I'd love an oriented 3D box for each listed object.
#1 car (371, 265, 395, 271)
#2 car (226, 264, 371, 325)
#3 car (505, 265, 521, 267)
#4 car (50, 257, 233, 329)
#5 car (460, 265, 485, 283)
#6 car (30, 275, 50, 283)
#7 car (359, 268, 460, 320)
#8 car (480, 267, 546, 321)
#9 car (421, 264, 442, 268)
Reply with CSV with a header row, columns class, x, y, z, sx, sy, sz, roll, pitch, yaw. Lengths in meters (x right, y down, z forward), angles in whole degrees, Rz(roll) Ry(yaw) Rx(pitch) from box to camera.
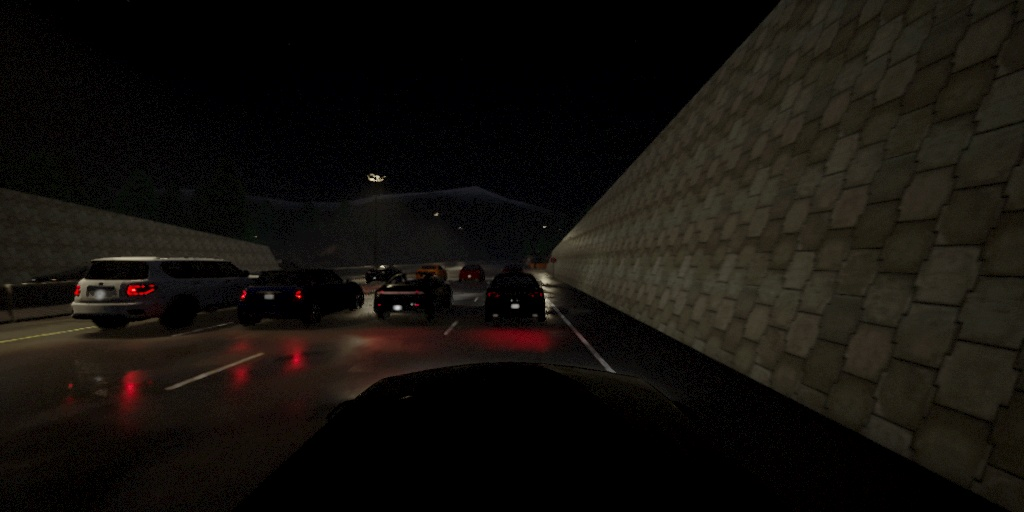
class,x,y,z,sx,sy,sz,roll,pitch,yaw
car,-10.413,1.491,29.640,2.128,1.511,4.902,0,-1,0
car,-6.904,1.198,12.326,2.097,1.767,4.553,0,-1,0
car,0.086,1.487,31.296,1.882,1.535,5.008,0,-1,0
car,-10.403,1.063,11.737,2.150,2.045,5.566,0,0,0
car,-3.411,1.488,31.281,1.882,1.535,5.008,0,-1,0
car,-31.543,1.529,26.685,2.033,1.411,5.357,0,-1,1
car,-3.404,1.343,13.082,2.128,1.511,4.902,0,-1,0
car,0.095,1.326,12.883,1.882,1.535,5.008,0,-1,0
car,-6.913,1.490,31.274,1.882,1.535,5.008,0,-1,0
